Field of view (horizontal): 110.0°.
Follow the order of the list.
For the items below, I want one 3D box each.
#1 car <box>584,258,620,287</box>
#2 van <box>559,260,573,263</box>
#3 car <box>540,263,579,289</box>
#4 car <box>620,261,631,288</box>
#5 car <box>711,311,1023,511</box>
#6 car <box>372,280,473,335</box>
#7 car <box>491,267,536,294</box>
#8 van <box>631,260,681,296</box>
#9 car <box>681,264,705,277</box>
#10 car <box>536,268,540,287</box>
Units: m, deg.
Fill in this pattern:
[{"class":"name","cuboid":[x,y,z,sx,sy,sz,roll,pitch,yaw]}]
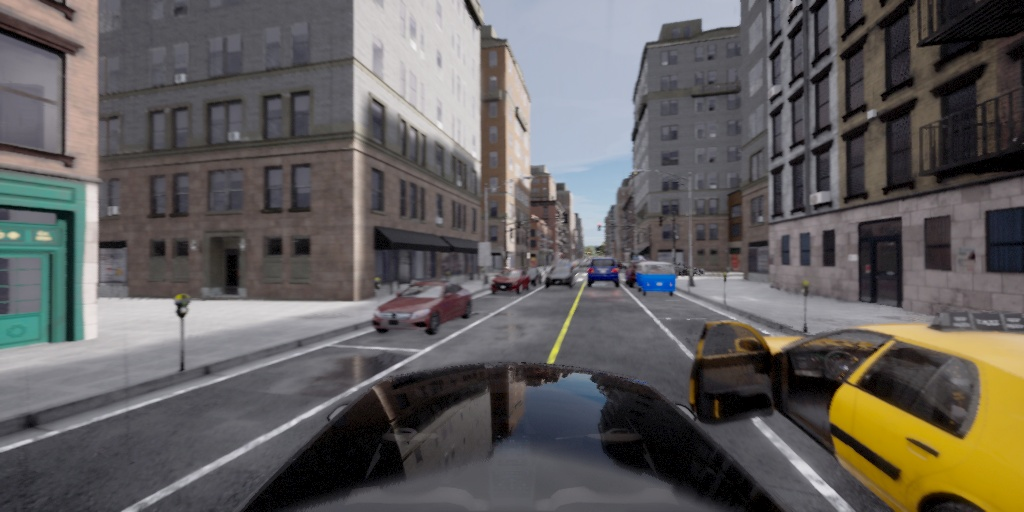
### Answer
[{"class":"car","cuboid":[6.674,1.142,26.291,2.150,2.045,5.566,0,0,14]},{"class":"van","cuboid":[8.424,1.512,58.159,1.690,1.789,3.998,0,0,13]},{"class":"car","cuboid":[3.397,1.433,24.822,1.837,1.490,4.892,0,-1,13]},{"class":"car","cuboid":[9.077,1.214,25.206,2.192,1.841,5.009,0,0,13]},{"class":"car","cuboid":[3.501,1.199,2.900,1.801,1.575,5.366,0,-1,13]},{"class":"car","cuboid":[-2.460,1.422,10.900,1.802,1.307,4.207,0,0,13]},{"class":"car","cuboid":[0.018,1.462,21.640,1.888,1.381,4.507,0,0,13]},{"class":"van","cuboid":[7.837,1.202,19.836,1.690,1.789,3.998,0,0,13]},{"class":"car","cuboid":[16.673,1.434,35.867,4.674,1.442,1.812,-1,0,19]},{"class":"car","cuboid":[1.257,1.521,27.010,1.948,1.339,4.313,0,0,13]}]
